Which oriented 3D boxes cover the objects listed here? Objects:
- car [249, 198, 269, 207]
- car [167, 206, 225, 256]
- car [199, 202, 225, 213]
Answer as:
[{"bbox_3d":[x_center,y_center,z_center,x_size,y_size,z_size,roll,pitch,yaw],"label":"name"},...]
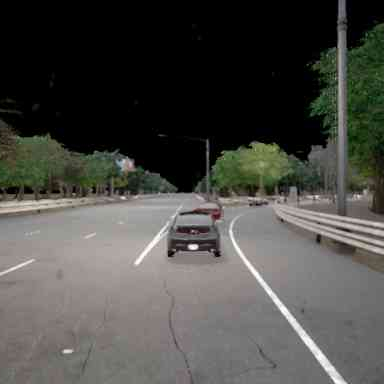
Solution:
[{"bbox_3d":[10.365,1.615,50.900,1.895,1.301,4.718,0,0,28],"label":"car"},{"bbox_3d":[0.127,1.512,13.061,1.837,1.490,4.892,0,0,2],"label":"car"},{"bbox_3d":[1.420,1.507,25.171,1.882,1.535,5.008,0,0,10],"label":"car"}]
